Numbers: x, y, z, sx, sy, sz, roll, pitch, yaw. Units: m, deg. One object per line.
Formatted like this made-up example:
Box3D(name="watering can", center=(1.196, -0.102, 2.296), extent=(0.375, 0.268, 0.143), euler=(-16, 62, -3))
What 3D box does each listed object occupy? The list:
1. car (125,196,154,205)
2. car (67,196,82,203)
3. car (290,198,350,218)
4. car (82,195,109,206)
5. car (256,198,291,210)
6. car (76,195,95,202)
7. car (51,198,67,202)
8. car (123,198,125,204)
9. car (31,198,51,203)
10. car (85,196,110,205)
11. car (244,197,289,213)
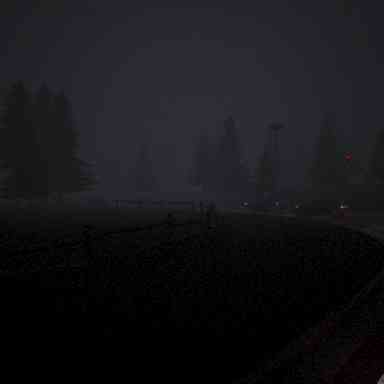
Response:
Box3D(name="car", center=(-8.627, 1.490, 57.214), extent=(4.902, 1.511, 2.128), euler=(0, 0, 41))
Box3D(name="car", center=(-26.169, 1.552, 72.288), extent=(4.181, 1.385, 1.994), euler=(0, 0, 41))
Box3D(name="car", center=(11.756, 1.351, 30.283), extent=(4.553, 1.767, 2.097), euler=(0, 0, 41))
Box3D(name="car", center=(-15.340, 1.525, 53.769), extent=(4.674, 1.442, 1.812), euler=(0, 0, 41))
Box3D(name="car", center=(10.958, 1.563, 44.870), extent=(4.181, 1.385, 1.994), euler=(0, 0, 41))
Box3D(name="car", center=(-24.076, 1.477, 75.103), extent=(5.008, 1.535, 1.882), euler=(0, 0, 41))
Box3D(name="car", center=(-28.725, 1.552, 69.870), extent=(4.181, 1.385, 1.994), euler=(0, 0, 41))
Box3D(name="car", center=(-11.424, 1.477, 64.269), extent=(5.008, 1.535, 1.882), euler=(0, 0, 41))
Box3D(name="car", center=(-31.224, 1.595, 67.415), extent=(4.718, 1.301, 1.895), euler=(0, 0, 41))
Box3D(name="car", center=(-16.935, 1.477, 59.782), extent=(5.008, 1.535, 1.882), euler=(0, 0, 41))
Box3D(name="car", center=(8.237, 1.351, 37.965), extent=(4.553, 1.767, 2.097), euler=(0, 0, 41))
